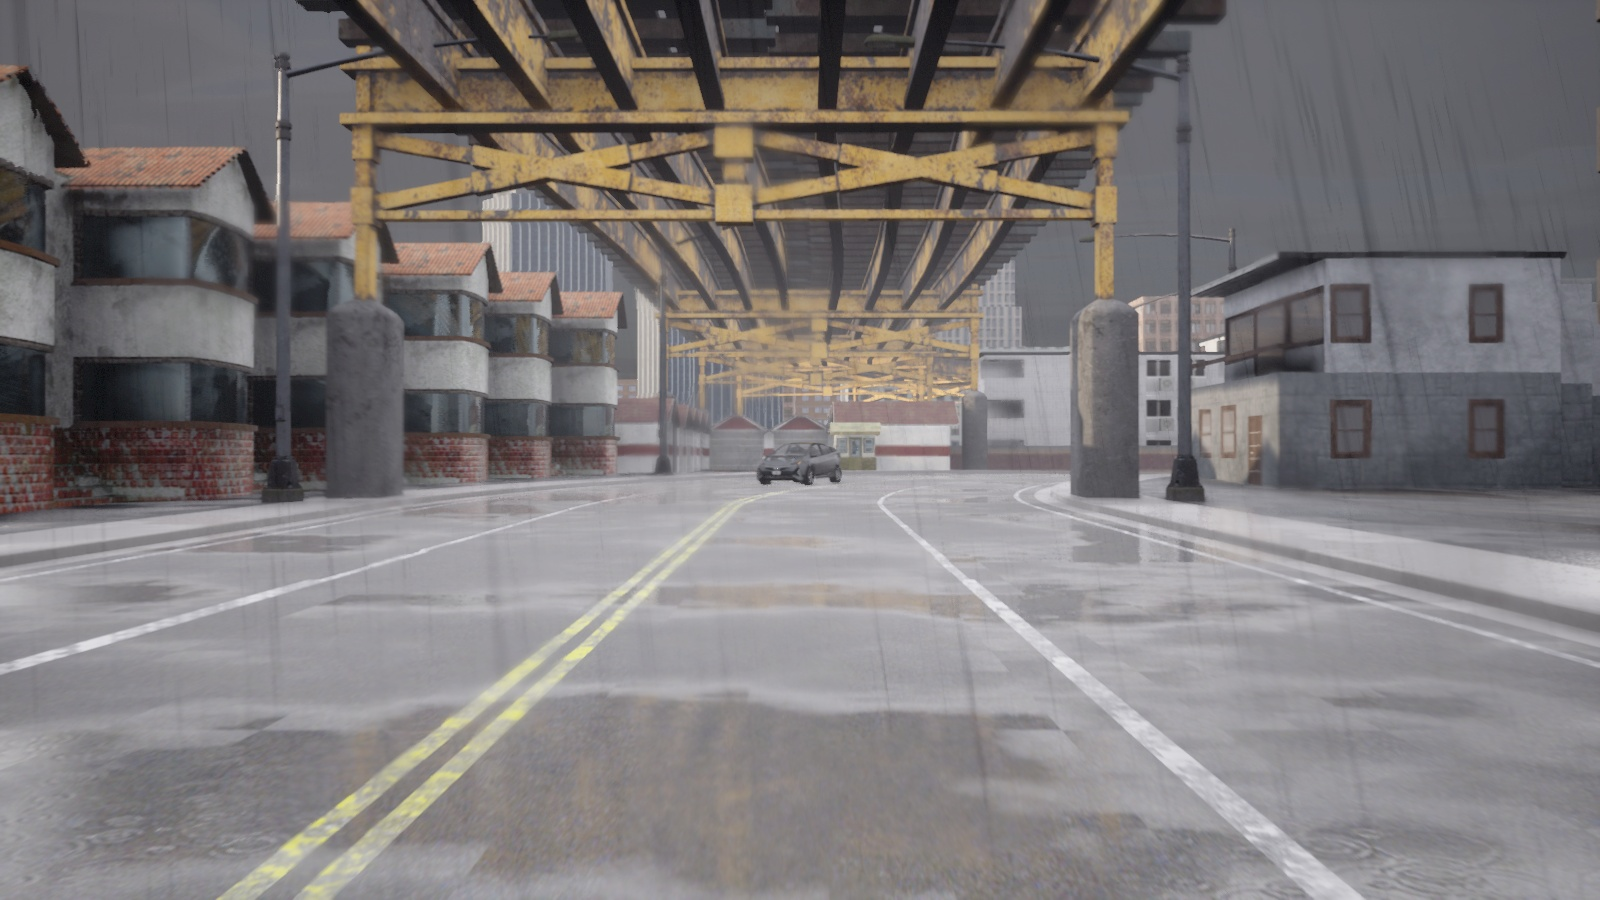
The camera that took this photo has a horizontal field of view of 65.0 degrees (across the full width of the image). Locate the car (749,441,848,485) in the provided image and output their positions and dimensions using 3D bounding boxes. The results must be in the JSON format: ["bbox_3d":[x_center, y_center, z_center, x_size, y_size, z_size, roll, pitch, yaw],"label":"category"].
[{"bbox_3d":[0.026,0.444,45.609,2.007,1.525,4.514,0,0,23],"label":"car"}]
